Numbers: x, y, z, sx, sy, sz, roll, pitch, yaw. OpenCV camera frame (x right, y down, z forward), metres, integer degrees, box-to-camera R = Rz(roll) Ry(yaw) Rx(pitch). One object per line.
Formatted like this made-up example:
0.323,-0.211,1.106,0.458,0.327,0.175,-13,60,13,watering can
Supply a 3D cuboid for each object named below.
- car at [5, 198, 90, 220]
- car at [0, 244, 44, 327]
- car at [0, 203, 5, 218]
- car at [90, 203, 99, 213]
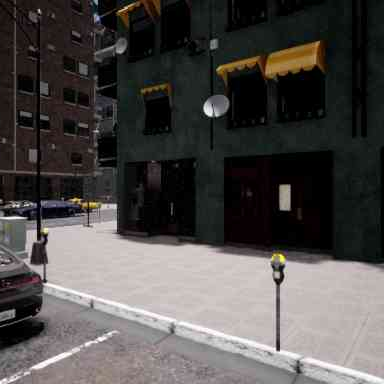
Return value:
-11.020,1.327,25.778,2.033,1.411,5.357,0,1,39,car
-4.458,1.551,6.072,4.403,1.369,2.008,0,0,36,car
-13.974,1.350,26.105,2.008,1.369,4.403,1,1,35,car
-10.874,1.250,30.522,1.752,1.417,4.829,1,1,35,car
